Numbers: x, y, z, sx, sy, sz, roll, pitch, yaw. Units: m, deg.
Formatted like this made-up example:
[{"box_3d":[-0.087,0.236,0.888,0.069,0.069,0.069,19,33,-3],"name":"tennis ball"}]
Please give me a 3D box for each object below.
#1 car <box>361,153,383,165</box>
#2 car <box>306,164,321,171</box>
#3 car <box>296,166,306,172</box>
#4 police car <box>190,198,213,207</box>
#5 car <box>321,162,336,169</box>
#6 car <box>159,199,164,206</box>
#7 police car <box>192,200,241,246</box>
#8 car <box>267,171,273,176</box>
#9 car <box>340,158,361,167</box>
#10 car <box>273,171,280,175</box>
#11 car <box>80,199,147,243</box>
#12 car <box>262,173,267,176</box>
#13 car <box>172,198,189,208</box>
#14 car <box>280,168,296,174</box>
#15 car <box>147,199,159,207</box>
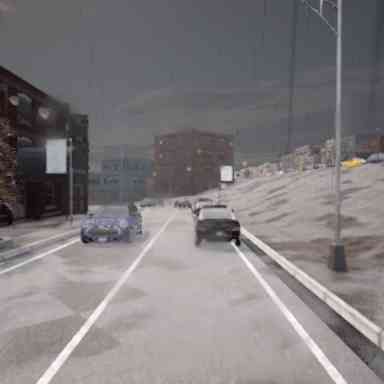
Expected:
[{"box_3d":[22.910,-3.876,39.836,2.185,1.767,4.553,0,1,-5],"name":"car"},{"box_3d":[21.854,-4.084,56.420,2.231,1.521,4.892,0,1,-1],"name":"car"},{"box_3d":[21.725,-4.175,61.937,2.231,1.521,4.892,0,1,-1],"name":"car"},{"box_3d":[1.047,1.372,25.312,1.930,1.638,5.238,0,0,0],"name":"police car"},{"box_3d":[22.088,-3.936,50.878,2.002,1.452,4.674,0,1,-3],"name":"car"},{"box_3d":[-7.174,2.085,65.523,1.837,1.490,4.892,-1,-2,-31],"name":"car"},{"box_3d":[1.048,1.388,15.307,1.930,1.638,5.238,0,0,0],"name":"police car"},{"box_3d":[21.241,-4.608,84.039,2.185,1.767,4.553,0,1,-1],"name":"car"},{"box_3d":[22.441,-3.863,45.342,2.097,1.535,5.008,0,1,-4],"name":"car"},{"box_3d":[21.365,-4.365,78.367,2.002,1.452,4.674,0,1,-1],"name":"car"},{"box_3d":[-3.602,1.314,15.625,2.097,1.767,4.553,0,0,0],"name":"car"},{"box_3d":[21.120,-4.680,89.558,2.185,1.767,4.553,0,1,-1],"name":"car"},{"box_3d":[-1.528,1.701,50.238,1.812,1.442,4.674,0,-1,-16],"name":"car"},{"box_3d":[21.485,-4.455,72.873,2.185,1.767,4.553,0,1,-1],"name":"car"},{"box_3d":[-7.667,1.975,57.991,1.994,1.385,4.181,-1,-1,-20],"name":"car"}]
